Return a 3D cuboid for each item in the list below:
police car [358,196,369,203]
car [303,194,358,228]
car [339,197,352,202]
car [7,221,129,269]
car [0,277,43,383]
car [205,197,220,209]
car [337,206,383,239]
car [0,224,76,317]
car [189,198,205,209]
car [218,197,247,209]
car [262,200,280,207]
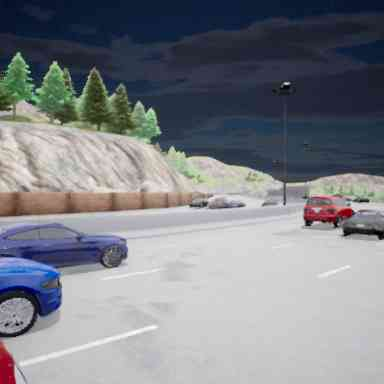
[{"bbox_3d":[39.154,1.772,76.992,1.930,1.638,5.238,0,0,5],"label":"police car"},{"bbox_3d":[9.602,1.328,23.240,2.150,2.045,5.566,0,0,39],"label":"car"},{"bbox_3d":[40.047,1.919,86.841,1.812,1.442,4.674,0,0,5],"label":"car"},{"bbox_3d":[-4.156,1.575,9.683,4.674,1.442,1.812,0,0,-37],"label":"car"},{"bbox_3d":[-3.354,1.611,1.560,4.718,1.301,1.895,0,0,-35],"label":"car"},{"bbox_3d":[3.997,1.579,48.025,2.097,1.767,4.553,0,0,22],"label":"car"},{"bbox_3d":[9.735,1.646,18.047,1.994,1.385,4.181,0,0,42],"label":"car"},{"bbox_3d":[-4.612,1.505,4.989,5.008,1.535,1.882,0,0,-35],"label":"car"},{"bbox_3d":[1.135,1.717,50.116,1.882,1.535,5.008,0,0,22],"label":"car"},{"bbox_3d":[5.579,1.751,43.008,2.033,1.411,5.357,0,0,27],"label":"car"},{"bbox_3d":[11.187,1.766,46.979,2.033,1.411,5.357,0,0,22],"label":"car"}]
